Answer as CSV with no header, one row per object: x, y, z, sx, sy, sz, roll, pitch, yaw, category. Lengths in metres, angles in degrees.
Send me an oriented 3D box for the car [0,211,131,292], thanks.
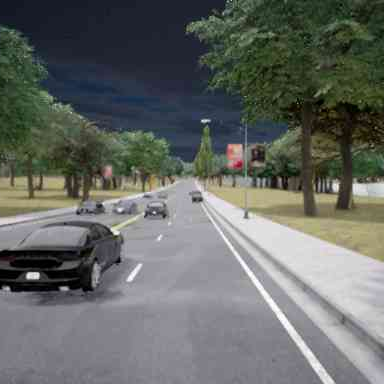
-3.147,1.513,9.059,1.882,1.535,5.008,0,0,0,car

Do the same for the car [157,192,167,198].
-6.478,0.786,73.309,1.994,1.385,4.181,0,1,0,car

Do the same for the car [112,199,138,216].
-6.583,1.473,32.918,2.128,1.511,4.902,0,0,0,car

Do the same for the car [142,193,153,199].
-9.728,0.829,73.280,1.895,1.301,4.718,0,1,0,car

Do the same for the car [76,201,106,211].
-9.832,1.549,32.456,1.994,1.385,4.181,0,0,0,car

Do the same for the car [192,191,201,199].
0.996,0.620,74.268,2.097,1.767,4.553,0,1,0,car

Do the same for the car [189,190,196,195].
0.028,0.164,92.145,1.895,1.301,4.718,0,2,0,car

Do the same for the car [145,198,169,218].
-3.140,1.531,29.955,1.812,1.442,4.674,0,0,0,car

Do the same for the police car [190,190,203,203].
0.993,1.021,58.419,1.930,1.638,5.238,0,1,0,police car

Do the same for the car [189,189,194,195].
0.996,0.633,68.330,2.150,2.045,5.566,0,1,0,car
